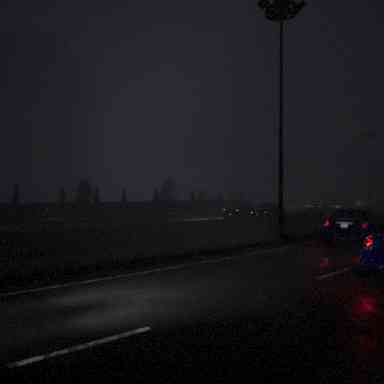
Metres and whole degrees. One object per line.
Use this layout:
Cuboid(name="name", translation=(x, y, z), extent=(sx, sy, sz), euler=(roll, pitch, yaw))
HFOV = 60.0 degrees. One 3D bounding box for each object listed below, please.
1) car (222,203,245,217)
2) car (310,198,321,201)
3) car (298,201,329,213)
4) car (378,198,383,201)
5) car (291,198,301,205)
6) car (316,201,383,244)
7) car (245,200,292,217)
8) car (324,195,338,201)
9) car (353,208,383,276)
Cuboid(name="car", translation=(5.007, 1.826, 33.572), extent=(1.895, 1.301, 4.718), euler=(0, 0, 38))
Cuboid(name="car", translation=(24.873, 2.038, 67.289), extent=(1.812, 1.442, 4.674), euler=(0, 0, 13))
Cuboid(name="car", translation=(11.890, 1.807, 31.162), extent=(1.994, 1.385, 4.181), euler=(0, 0, 36))
Cuboid(name="car", translation=(44.055, 2.012, 75.707), extent=(1.837, 1.490, 4.892), euler=(0, 0, 4))
Cuboid(name="car", translation=(21.936, 1.969, 70.481), extent=(1.837, 1.490, 4.892), euler=(0, 0, 13))
Cuboid(name="car", translation=(8.016, 1.484, 15.697), extent=(4.553, 1.767, 2.097), euler=(1, 0, -45))
Cuboid(name="car", translation=(7.111, 1.722, 30.652), extent=(1.837, 1.490, 4.892), euler=(0, 0, 38))
Cuboid(name="car", translation=(28.764, 1.711, 68.943), extent=(2.150, 2.045, 5.566), euler=(0, 0, 13))
Cuboid(name="car", translation=(6.799, 1.442, 9.702), extent=(4.553, 1.767, 2.097), euler=(1, 0, -42))
